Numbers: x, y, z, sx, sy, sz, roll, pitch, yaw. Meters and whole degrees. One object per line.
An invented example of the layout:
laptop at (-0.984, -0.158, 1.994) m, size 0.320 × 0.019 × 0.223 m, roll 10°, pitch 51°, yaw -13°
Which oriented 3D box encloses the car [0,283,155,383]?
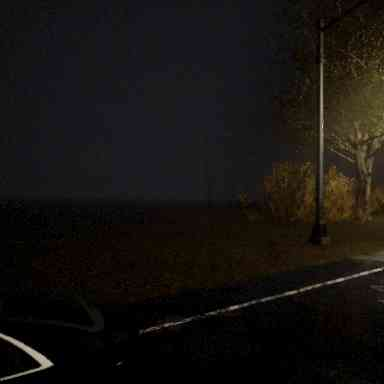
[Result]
car at (-2.603, 1.498, 2.061) m, size 4.892 × 1.490 × 1.837 m, roll 1°, pitch -1°, yaw -35°
